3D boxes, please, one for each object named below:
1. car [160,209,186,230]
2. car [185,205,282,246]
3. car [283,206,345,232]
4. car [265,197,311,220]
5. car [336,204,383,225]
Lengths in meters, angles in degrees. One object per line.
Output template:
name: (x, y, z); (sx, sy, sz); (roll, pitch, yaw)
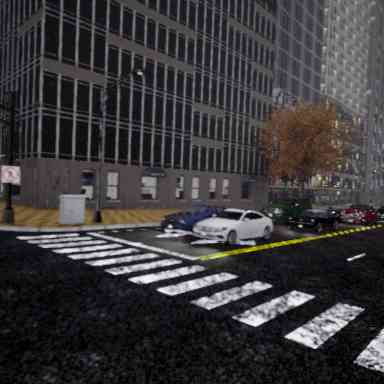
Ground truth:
car: (0.718, 1.428, 18.756); (2.033, 1.411, 5.357); (4, 1, 42)
car: (2.063, 1.512, 15.436); (1.812, 1.442, 4.674); (4, 1, 42)
car: (8.200, 1.850, 22.157); (1.895, 1.301, 4.718); (4, 1, 42)
car: (7.589, 1.395, 26.279); (2.150, 2.045, 5.566); (4, 1, 42)
car: (14.802, 1.883, 29.381); (2.097, 1.767, 4.553); (4, 1, 42)
